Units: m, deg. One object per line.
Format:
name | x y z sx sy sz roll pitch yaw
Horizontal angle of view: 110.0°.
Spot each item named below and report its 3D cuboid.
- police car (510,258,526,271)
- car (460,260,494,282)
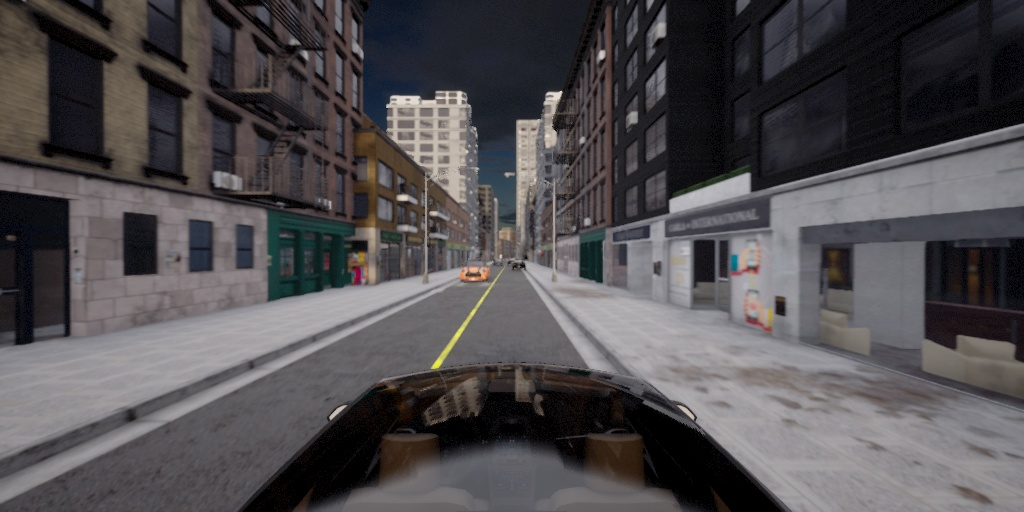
police car | 0.983 1.179 50.397 1.930 1.638 5.238 0 0 0
car | -2.834 1.098 28.450 2.097 1.767 4.553 0 0 0
